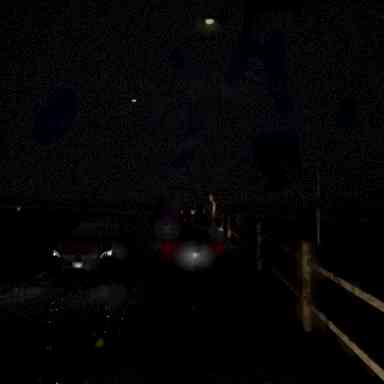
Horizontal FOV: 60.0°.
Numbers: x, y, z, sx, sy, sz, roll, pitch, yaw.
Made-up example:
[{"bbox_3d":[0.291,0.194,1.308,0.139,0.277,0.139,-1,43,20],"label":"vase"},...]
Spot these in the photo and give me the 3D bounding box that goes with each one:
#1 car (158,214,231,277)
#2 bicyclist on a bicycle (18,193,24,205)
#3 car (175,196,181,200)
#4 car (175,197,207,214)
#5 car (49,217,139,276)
[{"bbox_3d":[0.072,1.608,10.418,1.994,1.385,4.181,0,0,0],"label":"car"},{"bbox_3d":[-22.628,0.891,44.051,0.582,1.620,1.656,2,-1,0],"label":"bicyclist on a bicycle"},{"bbox_3d":[-2.768,1.809,75.566,2.097,1.767,4.553,0,0,0],"label":"car"},{"bbox_3d":[0.012,1.481,25.642,2.097,1.767,4.553,0,0,-1],"label":"car"},{"bbox_3d":[-2.847,1.570,10.628,1.812,1.442,4.674,0,0,0],"label":"car"}]
